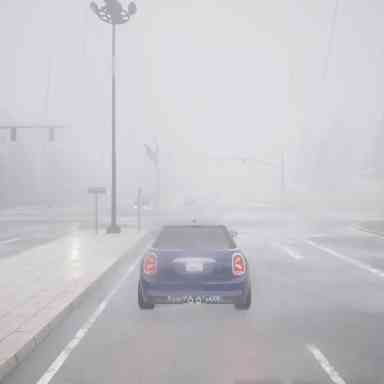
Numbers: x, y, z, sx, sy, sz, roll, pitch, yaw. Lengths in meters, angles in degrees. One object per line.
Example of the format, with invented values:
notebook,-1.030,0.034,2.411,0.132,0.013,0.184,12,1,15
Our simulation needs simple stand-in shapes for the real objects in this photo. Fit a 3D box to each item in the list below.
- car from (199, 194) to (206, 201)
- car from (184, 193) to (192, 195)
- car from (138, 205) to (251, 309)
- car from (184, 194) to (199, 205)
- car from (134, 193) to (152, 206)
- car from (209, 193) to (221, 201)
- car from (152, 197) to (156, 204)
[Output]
car,2.720,1.513,85.394,1.812,1.442,4.674,0,0,-1
car,-0.779,1.489,85.331,1.837,1.490,4.892,0,0,-1
car,0.058,1.352,8.008,2.097,1.767,4.553,0,0,0
car,-0.245,1.526,54.827,1.812,1.442,4.674,0,0,-1
car,-8.344,1.352,55.657,2.097,1.767,4.553,0,0,-1
car,6.226,1.215,85.128,2.150,2.045,5.566,0,0,-1
car,-8.466,1.564,65.603,1.994,1.385,4.181,0,0,0
